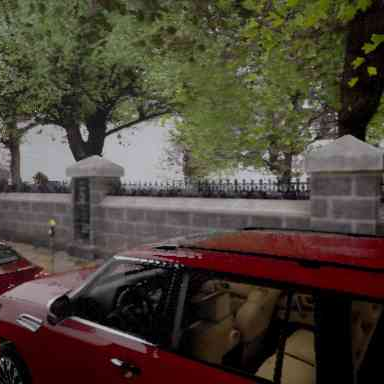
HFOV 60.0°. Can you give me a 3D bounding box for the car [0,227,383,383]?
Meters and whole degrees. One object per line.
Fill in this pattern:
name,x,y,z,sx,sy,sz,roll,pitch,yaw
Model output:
car,0.239,1.243,2.744,5.009,1.841,2.192,1,1,36
